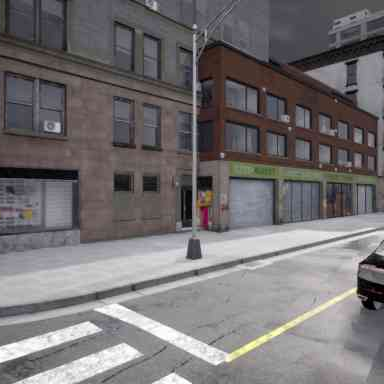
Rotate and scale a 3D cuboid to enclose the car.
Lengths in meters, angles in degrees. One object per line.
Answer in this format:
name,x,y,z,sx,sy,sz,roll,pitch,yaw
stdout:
car,5.017,1.497,6.800,4.902,1.511,2.128,0,0,-44
